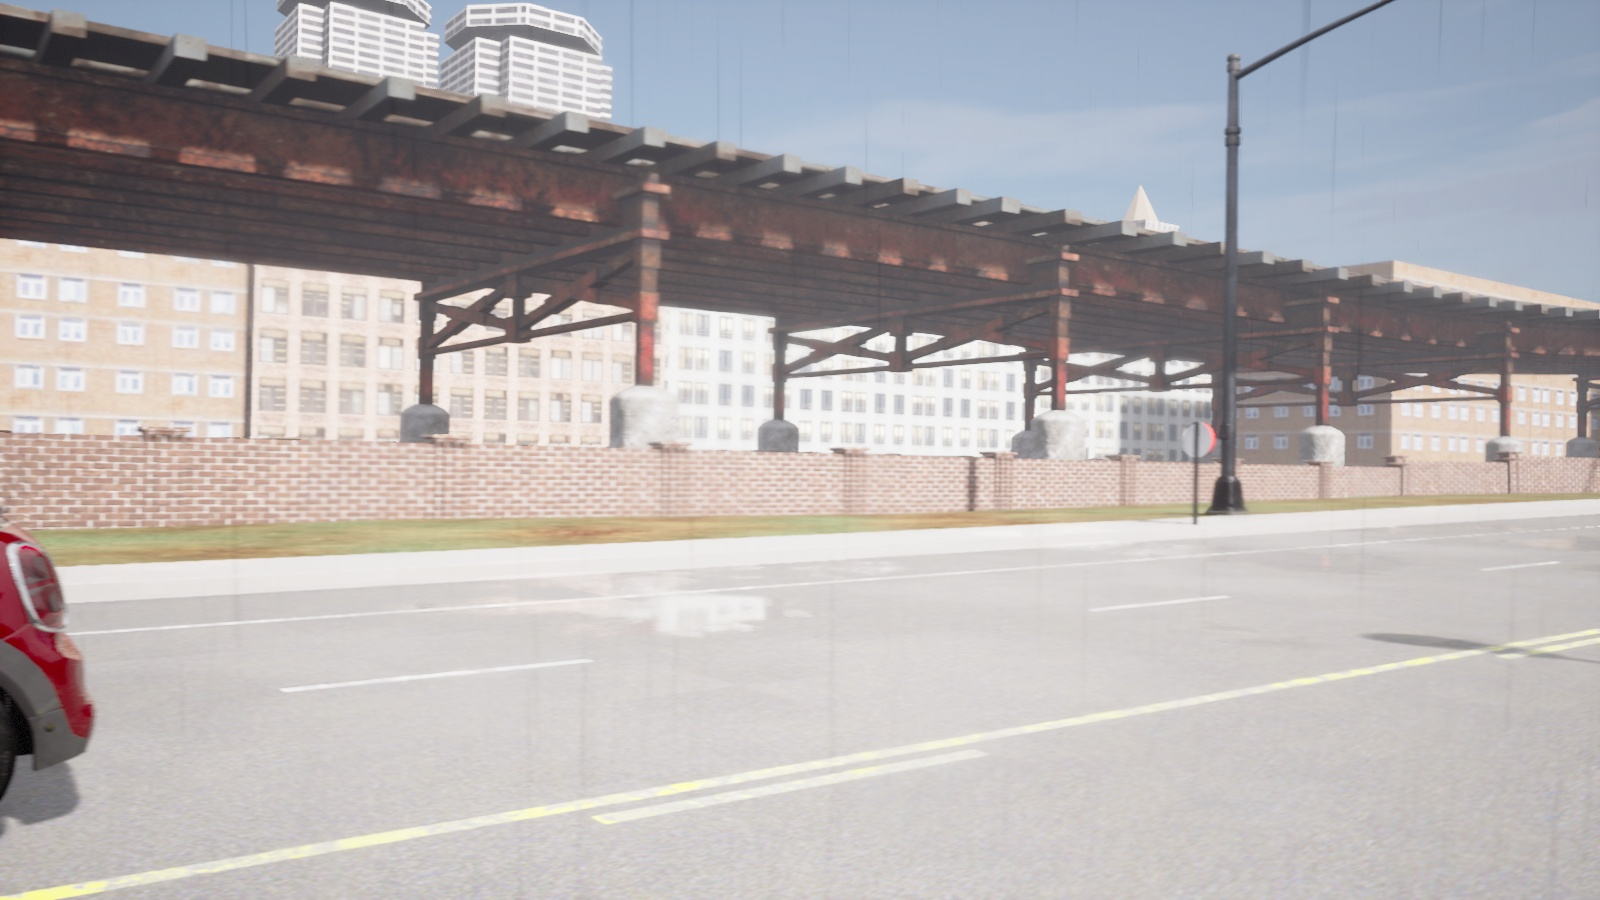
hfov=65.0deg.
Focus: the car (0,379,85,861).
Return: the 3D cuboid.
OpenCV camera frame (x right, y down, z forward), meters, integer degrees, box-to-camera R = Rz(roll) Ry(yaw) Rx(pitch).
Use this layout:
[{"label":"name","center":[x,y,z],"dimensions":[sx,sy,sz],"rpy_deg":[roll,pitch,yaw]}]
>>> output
[{"label":"car","center":[-5.183,0.615,4.316],"dimensions":[4.553,1.767,2.097],"rpy_deg":[0,0,-35]}]
